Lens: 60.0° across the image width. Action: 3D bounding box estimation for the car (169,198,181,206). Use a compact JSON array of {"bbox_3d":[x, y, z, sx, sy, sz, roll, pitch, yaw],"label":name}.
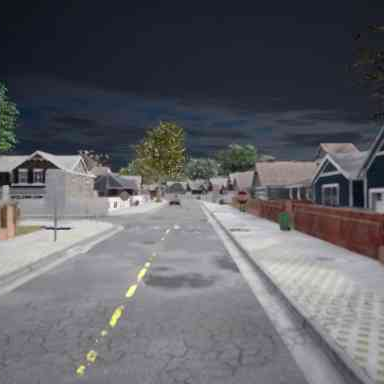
[{"bbox_3d":[-2.685,1.591,52.747,1.895,1.301,4.718,0,0,-1],"label":"car"}]
